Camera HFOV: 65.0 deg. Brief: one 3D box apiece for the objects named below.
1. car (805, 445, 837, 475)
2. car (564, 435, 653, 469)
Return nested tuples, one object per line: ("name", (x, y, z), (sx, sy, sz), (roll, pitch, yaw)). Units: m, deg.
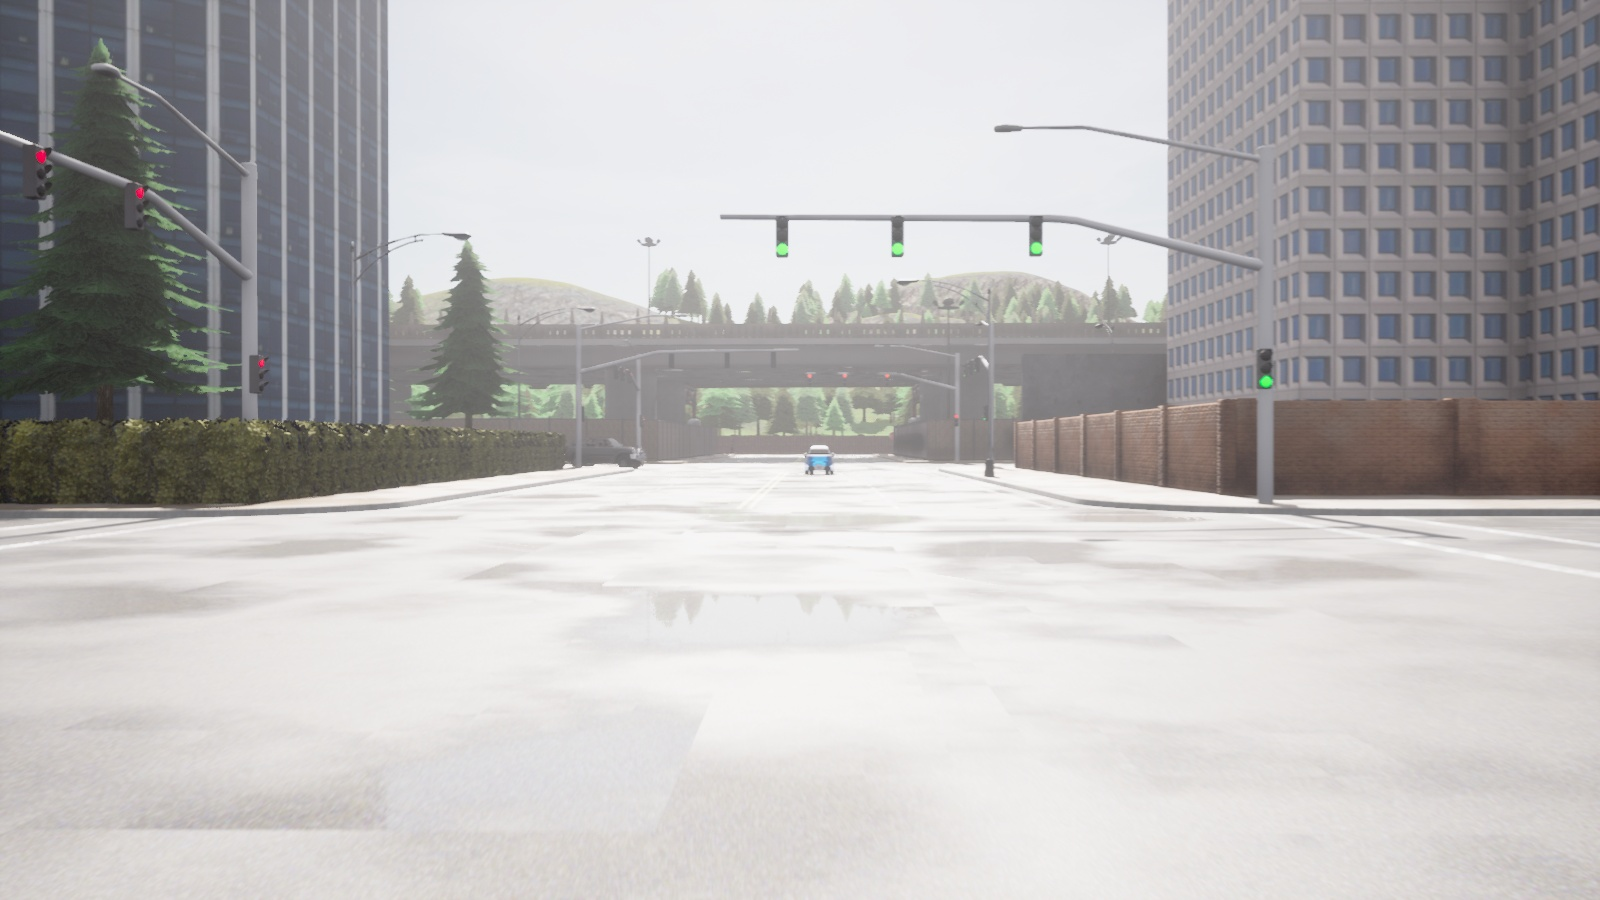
("car", (0.977, 0.477, 59.320), (1.481, 1.376, 2.207), (0, 1, 1))
("car", (-11.005, 0.133, 72.226), (4.605, 1.855, 1.932), (1, 0, 14))
